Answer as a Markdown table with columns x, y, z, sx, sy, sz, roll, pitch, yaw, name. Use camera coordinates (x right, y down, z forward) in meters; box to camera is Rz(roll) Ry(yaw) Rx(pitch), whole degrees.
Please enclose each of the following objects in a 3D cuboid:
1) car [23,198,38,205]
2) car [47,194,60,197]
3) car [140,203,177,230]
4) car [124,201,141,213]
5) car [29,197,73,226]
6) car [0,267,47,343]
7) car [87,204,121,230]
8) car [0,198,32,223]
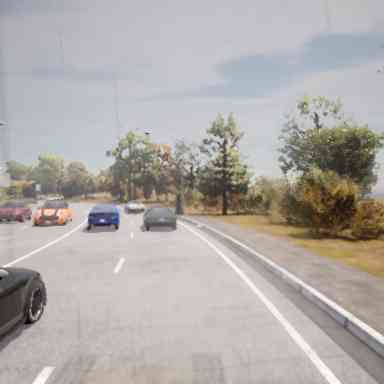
| x | y | z | sx | sy | sz | roll | pitch | yaw | name |
| --- | --- | --- | --- | --- | --- | --- | --- | --- | --- |
| -30.615 | 1.770 | 62.973 | 1.994 | 1.385 | 4.181 | 0 | 0 | -34 | car |
| -25.584 | 1.448 | 61.733 | 2.150 | 2.045 | 5.566 | 0 | 0 | -32 | car |
| -2.182 | 1.635 | 21.924 | 1.994 | 1.385 | 4.181 | 0 | 0 | -11 | car |
| -6.898 | 1.737 | 39.523 | 1.895 | 1.301 | 4.718 | 0 | 0 | -19 | car |
| -10.015 | 1.450 | 24.255 | 2.097 | 1.767 | 4.553 | 0 | 0 | -13 | car |
| -3.647 | 1.591 | 4.521 | 1.994 | 1.385 | 4.181 | 0 | 0 | -2 | car |
| -5.791 | 1.559 | 22.169 | 1.882 | 1.535 | 5.008 | 0 | 0 | -11 | car |
| -14.060 | 1.463 | 26.167 | 2.097 | 1.767 | 4.553 | 0 | 0 | -15 | car |
